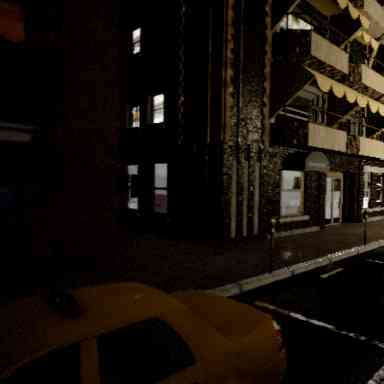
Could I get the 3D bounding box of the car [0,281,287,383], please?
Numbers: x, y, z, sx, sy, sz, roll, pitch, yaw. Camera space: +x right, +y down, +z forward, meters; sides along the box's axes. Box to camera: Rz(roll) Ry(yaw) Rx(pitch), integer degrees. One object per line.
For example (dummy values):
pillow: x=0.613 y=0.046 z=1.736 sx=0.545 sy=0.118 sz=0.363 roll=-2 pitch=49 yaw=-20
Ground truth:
car: x=-1.188 y=1.423 z=2.350 sx=4.829 sy=1.417 sz=1.752 roll=0 pitch=2 yaw=-43
